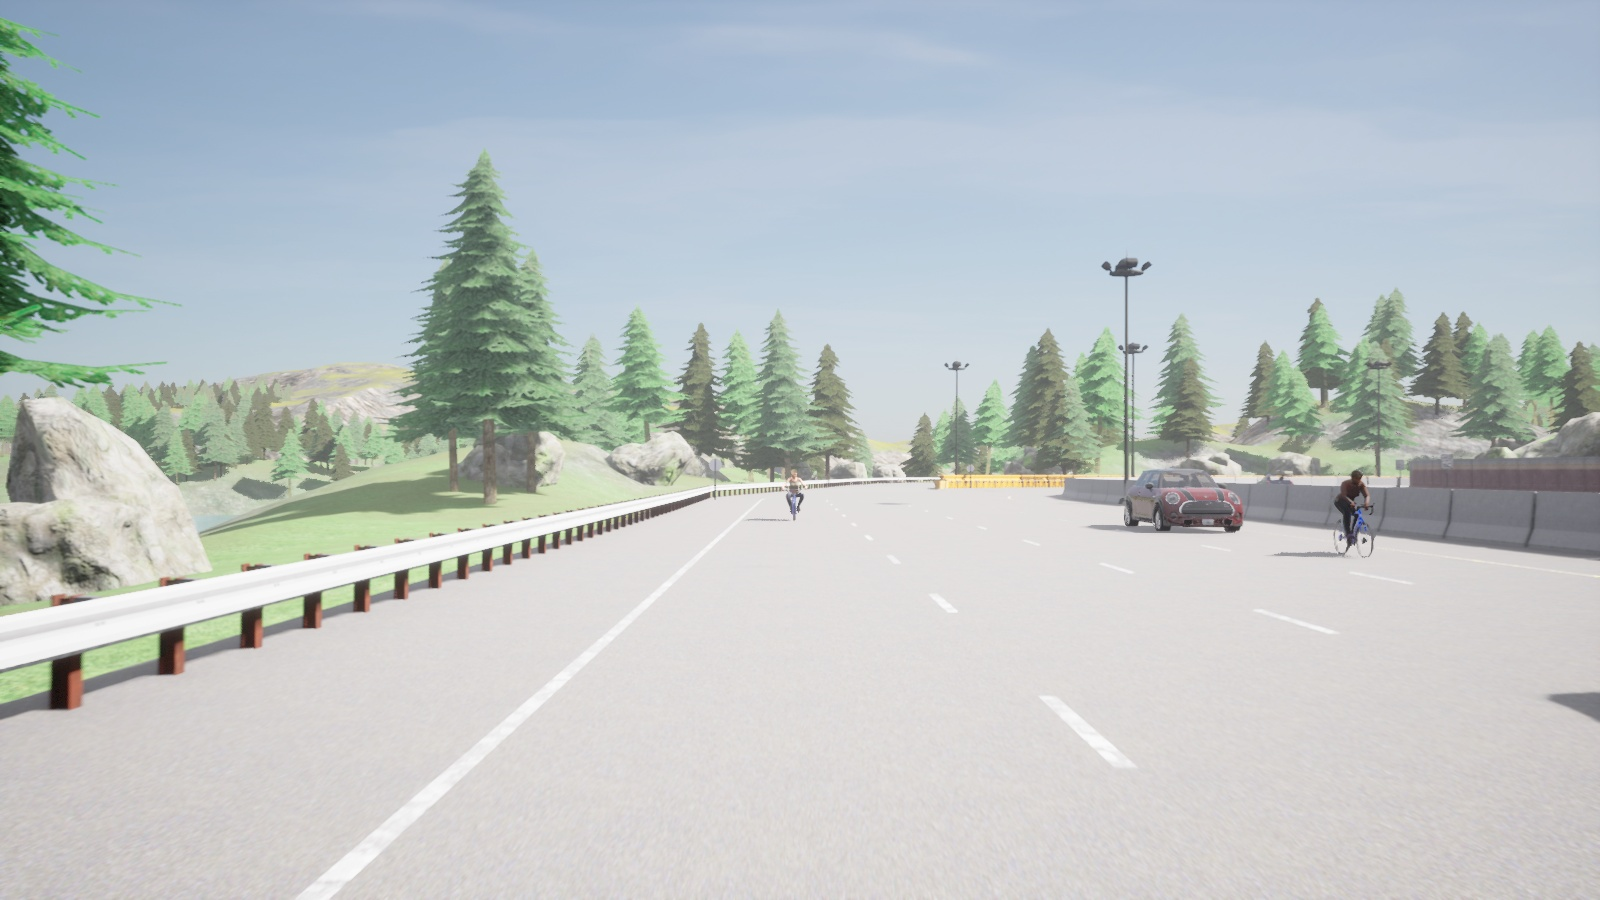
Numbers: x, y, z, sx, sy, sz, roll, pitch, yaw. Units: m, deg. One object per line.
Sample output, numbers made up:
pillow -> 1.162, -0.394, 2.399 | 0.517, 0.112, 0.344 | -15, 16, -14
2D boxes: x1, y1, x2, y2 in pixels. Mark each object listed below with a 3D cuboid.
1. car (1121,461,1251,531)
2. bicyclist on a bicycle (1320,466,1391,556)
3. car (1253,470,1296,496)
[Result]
car -> 10.359, 1.202, 34.060 | 2.097, 1.767, 4.553 | 0, -1, 0
bicyclist on a bicycle -> 10.413, 1.121, 23.605 | 0.582, 1.620, 1.656 | 0, -1, 0
car -> 28.609, 1.982, 75.778 | 1.845, 1.501, 3.633 | -1, -1, 11
